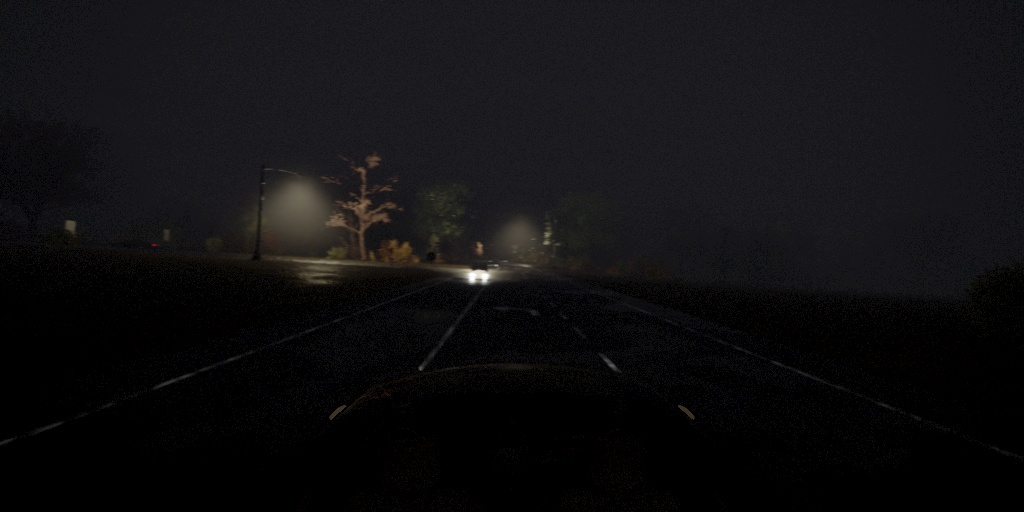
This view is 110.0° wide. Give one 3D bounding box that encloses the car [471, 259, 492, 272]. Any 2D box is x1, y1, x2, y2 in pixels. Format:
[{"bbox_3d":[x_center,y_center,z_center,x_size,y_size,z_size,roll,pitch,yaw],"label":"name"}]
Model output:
[{"bbox_3d":[-3.852,1.285,43.685,1.895,1.301,4.718,3,0,-1],"label":"car"}]
